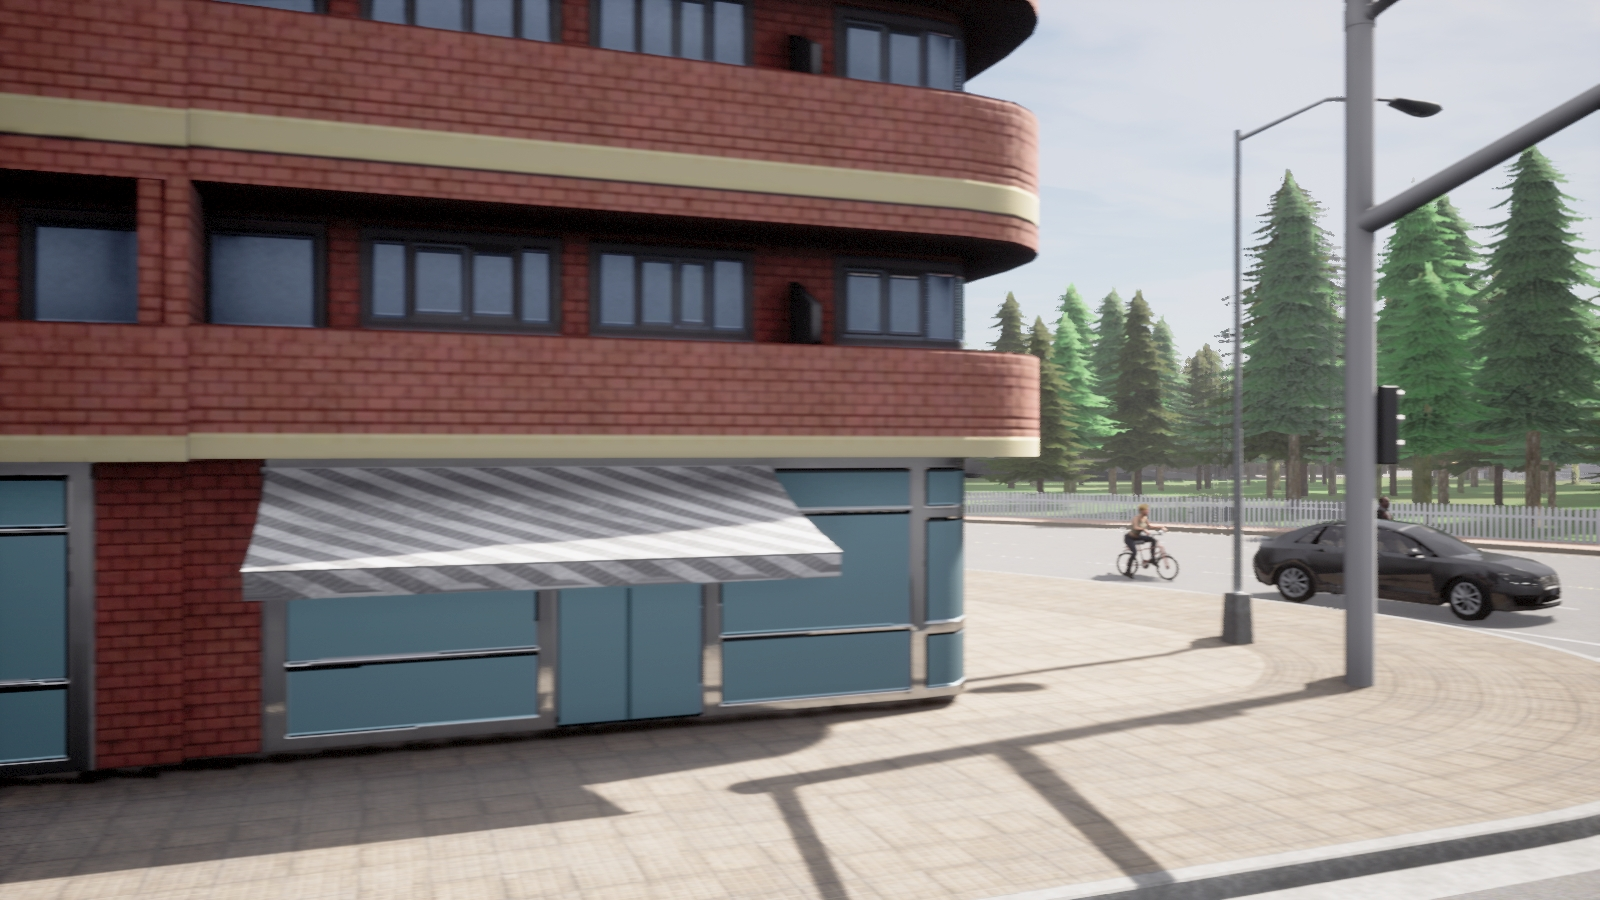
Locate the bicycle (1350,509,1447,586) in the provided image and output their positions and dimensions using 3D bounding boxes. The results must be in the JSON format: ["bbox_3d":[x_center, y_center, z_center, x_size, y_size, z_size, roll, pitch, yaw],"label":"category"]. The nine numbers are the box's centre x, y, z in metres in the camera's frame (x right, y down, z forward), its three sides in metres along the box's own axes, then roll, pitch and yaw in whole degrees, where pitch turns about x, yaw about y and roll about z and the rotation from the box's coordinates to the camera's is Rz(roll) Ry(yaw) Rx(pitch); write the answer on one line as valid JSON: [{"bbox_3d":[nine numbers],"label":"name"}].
[{"bbox_3d":[12.434,2.004,23.788,0.329,1.471,1.835,0,0,-36],"label":"bicycle"}]

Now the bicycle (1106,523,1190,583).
[{"bbox_3d":[7.414,2.177,24.401,0.859,1.126,1.487,0,0,-42],"label":"bicycle"}]

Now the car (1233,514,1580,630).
[{"bbox_3d":[10.458,2.005,20.054,2.231,1.480,4.892,0,0,-39],"label":"car"}]
